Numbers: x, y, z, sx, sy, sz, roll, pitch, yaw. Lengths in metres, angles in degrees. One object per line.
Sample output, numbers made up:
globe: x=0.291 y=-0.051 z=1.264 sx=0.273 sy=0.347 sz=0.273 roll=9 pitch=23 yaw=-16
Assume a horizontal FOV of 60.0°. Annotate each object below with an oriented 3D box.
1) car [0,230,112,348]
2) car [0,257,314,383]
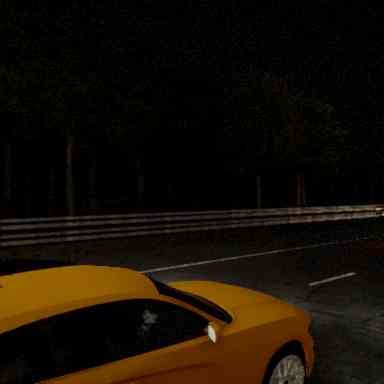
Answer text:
car: x=-4.168 y=1.547 z=5.072 sx=5.357 sy=1.411 sz=2.033 roll=0 pitch=0 yaw=-36
car: x=-0.906 y=1.477 z=3.101 sx=5.008 sy=1.535 sz=1.882 roll=0 pitch=0 yaw=-36
